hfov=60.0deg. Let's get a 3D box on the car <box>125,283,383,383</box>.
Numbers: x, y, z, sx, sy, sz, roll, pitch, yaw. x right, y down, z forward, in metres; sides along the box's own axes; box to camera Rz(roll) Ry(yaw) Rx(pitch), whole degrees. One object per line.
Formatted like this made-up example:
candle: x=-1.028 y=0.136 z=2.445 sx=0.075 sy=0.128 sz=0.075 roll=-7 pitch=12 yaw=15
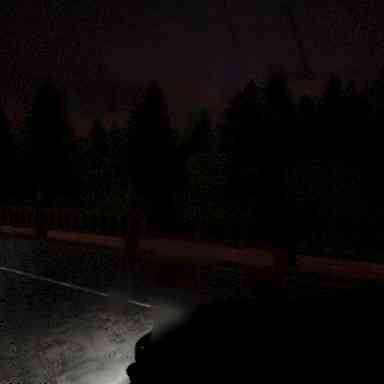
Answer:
car: x=1.925 y=1.546 z=2.619 sx=5.357 sy=1.411 sz=2.033 roll=0 pitch=0 yaw=36
